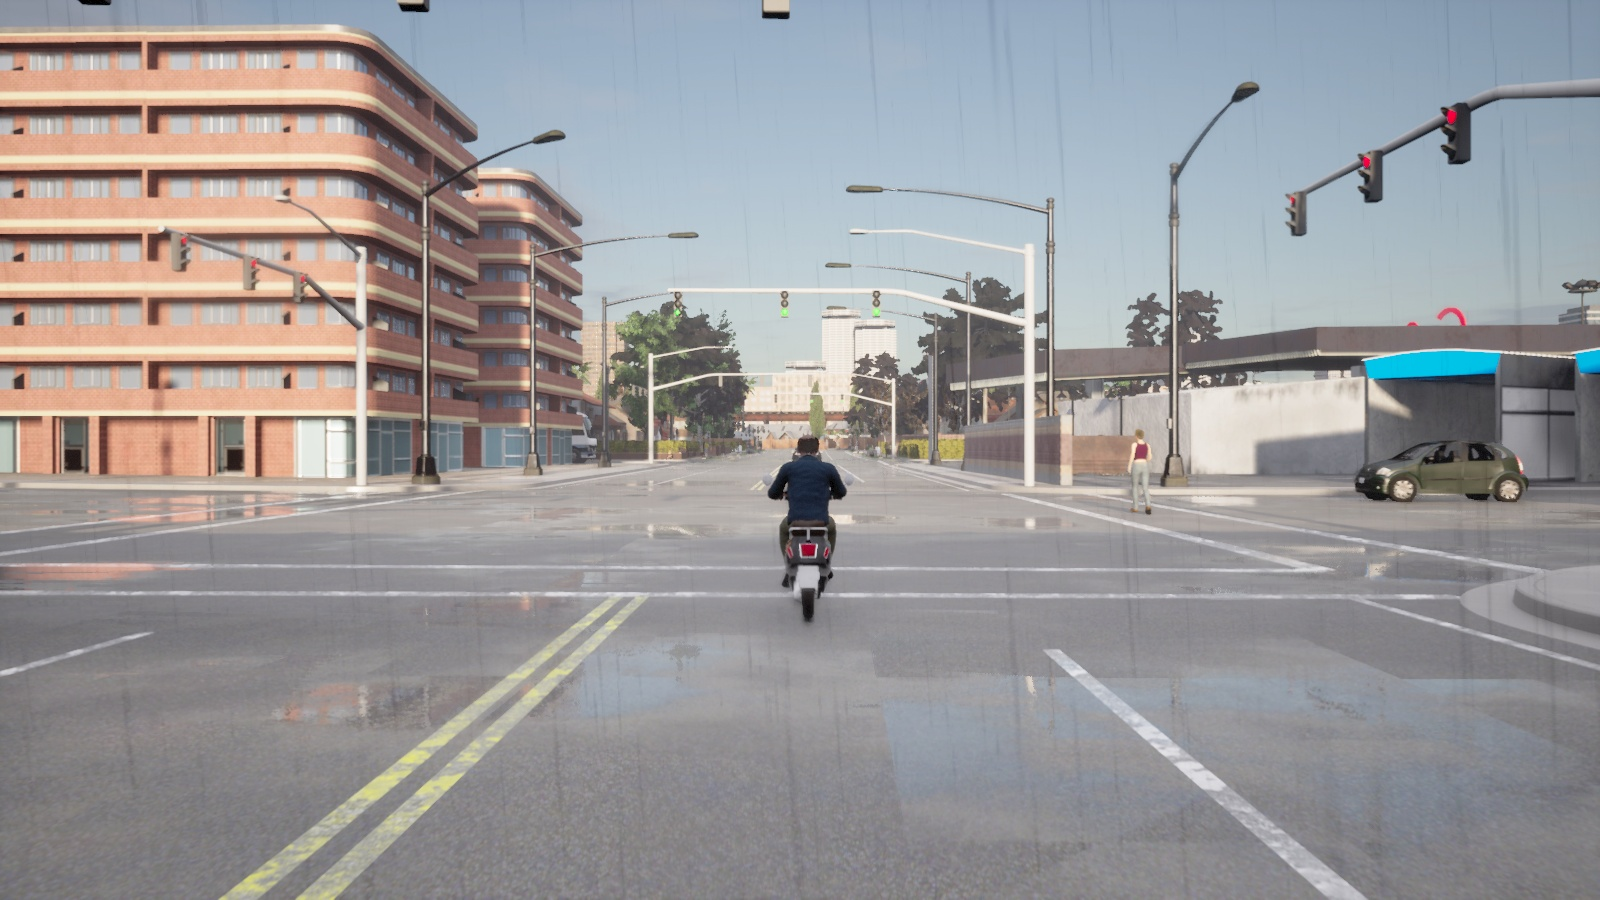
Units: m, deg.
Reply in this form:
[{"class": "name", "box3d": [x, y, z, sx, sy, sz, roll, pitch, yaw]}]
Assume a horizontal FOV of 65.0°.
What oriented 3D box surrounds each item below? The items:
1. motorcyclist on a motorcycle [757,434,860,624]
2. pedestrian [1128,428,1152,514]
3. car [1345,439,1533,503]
[{"class": "motorcyclist on a motorcycle", "box3d": [0.075, 0.657, 11.434, 0.866, 1.590, 1.817, 0, 0, 0]}, {"class": "pedestrian", "box3d": [7.322, 0.441, 27.071, 0.345, 1.836, 0.594, 0, 0, -2]}, {"class": "car", "box3d": [16.711, 0.533, 32.986, 3.988, 1.617, 1.851, 0, 0, 1]}]
